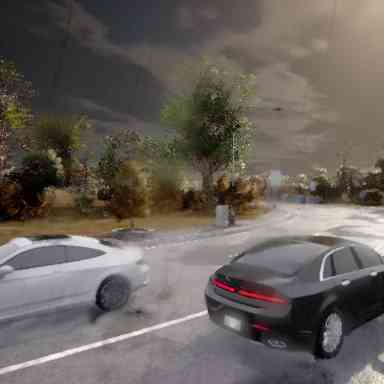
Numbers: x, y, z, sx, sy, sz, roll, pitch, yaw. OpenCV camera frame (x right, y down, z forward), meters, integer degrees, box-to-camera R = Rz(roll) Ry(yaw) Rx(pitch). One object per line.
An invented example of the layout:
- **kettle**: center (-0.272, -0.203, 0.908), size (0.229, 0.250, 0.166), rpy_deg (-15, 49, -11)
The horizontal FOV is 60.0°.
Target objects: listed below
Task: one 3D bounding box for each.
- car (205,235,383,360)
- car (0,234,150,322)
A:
- **car**: center (2.411, 1.569, 6.148), size (4.892, 1.490, 1.837), rpy_deg (1, 0, -40)
- **car**: center (-3.047, 1.582, 6.328), size (4.674, 1.442, 1.812), rpy_deg (1, -1, -37)
